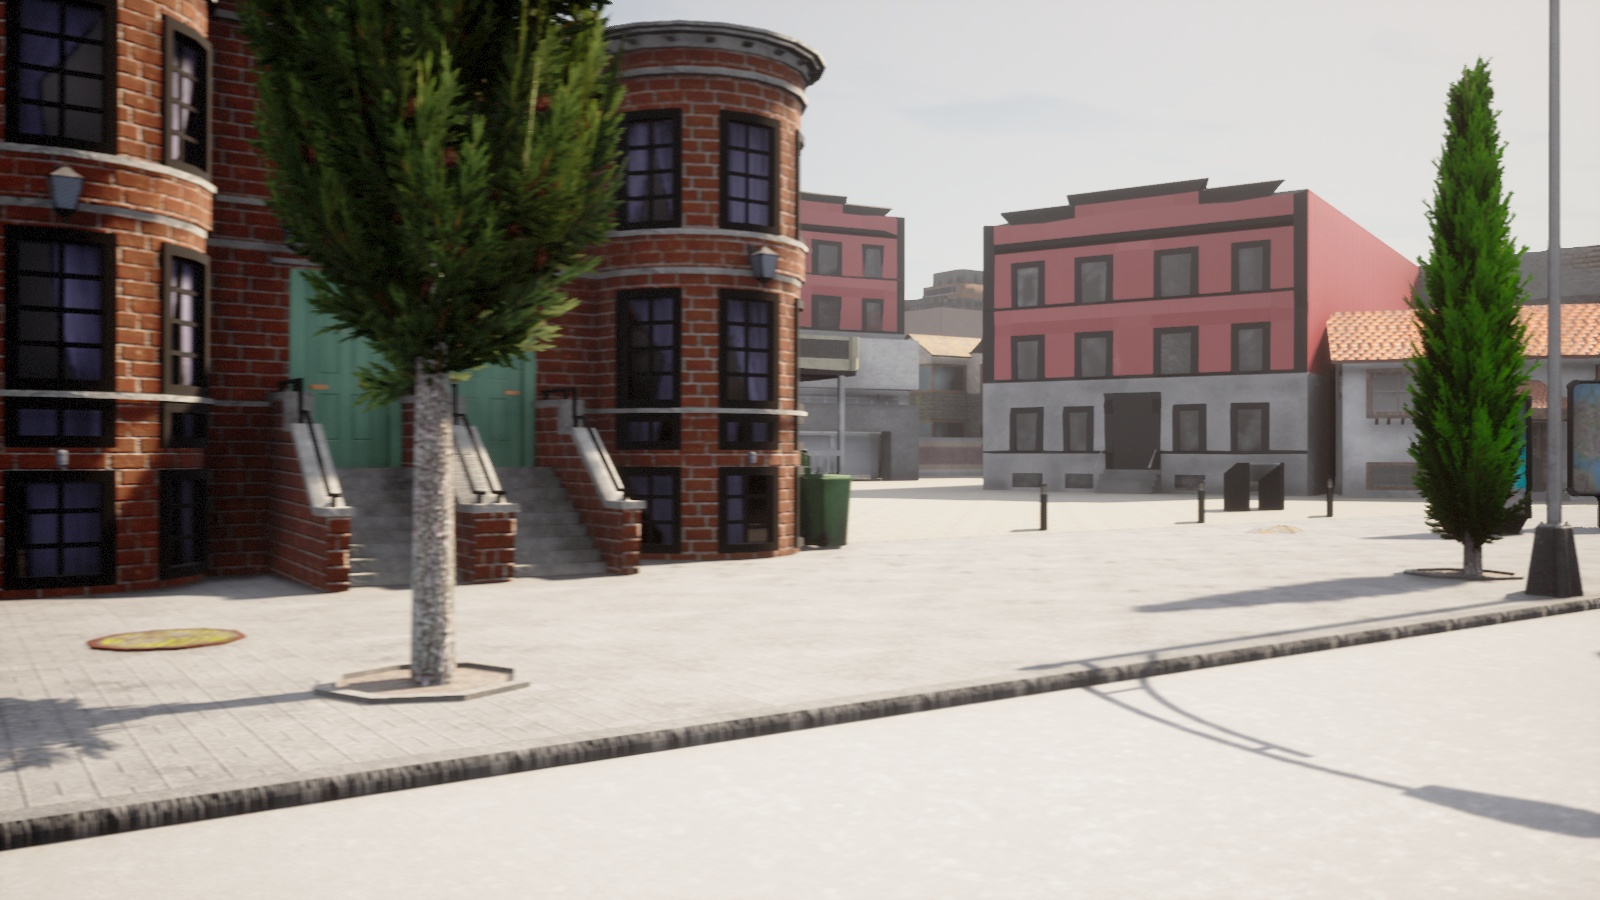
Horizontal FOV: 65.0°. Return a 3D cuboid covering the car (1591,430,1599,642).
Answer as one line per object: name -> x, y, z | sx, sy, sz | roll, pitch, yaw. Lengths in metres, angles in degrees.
car -> 8.219, 0.650, 9.990 | 3.988, 1.617, 1.851 | 0, 0, -35
